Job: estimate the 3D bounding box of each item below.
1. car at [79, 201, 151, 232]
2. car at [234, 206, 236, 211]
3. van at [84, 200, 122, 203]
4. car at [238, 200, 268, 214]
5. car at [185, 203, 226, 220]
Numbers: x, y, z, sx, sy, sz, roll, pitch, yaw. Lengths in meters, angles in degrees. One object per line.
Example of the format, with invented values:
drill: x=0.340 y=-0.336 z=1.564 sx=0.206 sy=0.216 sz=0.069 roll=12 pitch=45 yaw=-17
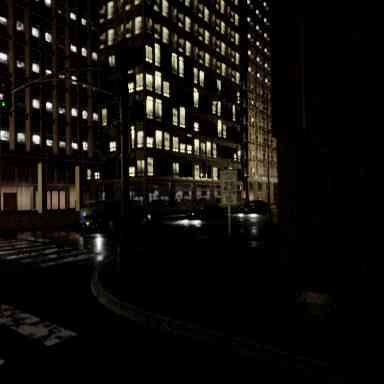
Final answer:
car: x=-4.623 y=1.566 z=20.946 sx=1.837 sy=1.490 sz=4.892 roll=-1 pitch=-1 yaw=33
car: x=6.892 y=1.683 z=41.374 sx=1.752 sy=1.417 sz=4.829 roll=-2 pitch=-1 yaw=36
van: x=-5.965 y=1.454 z=23.481 sx=1.690 sy=1.788 sz=3.998 roll=-1 pitch=-1 yaw=36
car: x=7.133 y=1.626 z=37.240 sx=1.812 sy=1.442 sz=4.674 roll=-1 pitch=-1 yaw=36
car: x=1.237 y=1.644 z=29.051 sx=1.994 sy=1.385 sz=4.181 roll=-1 pitch=-1 yaw=36
